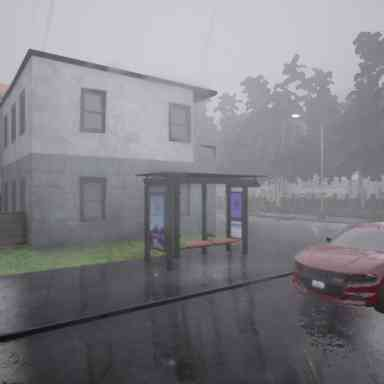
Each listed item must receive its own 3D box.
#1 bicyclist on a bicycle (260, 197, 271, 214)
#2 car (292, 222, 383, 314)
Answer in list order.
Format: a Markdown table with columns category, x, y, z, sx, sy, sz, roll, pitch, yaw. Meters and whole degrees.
| category | x | y | z | sx | sy | sz | roll | pitch | yaw |
| --- | --- | --- | --- | --- | --- | --- | --- | --- | --- |
| bicyclist on a bicycle | 7.200 | 1.332 | 32.448 | 1.656 | 1.620 | 0.582 | 0 | 0 | -35 |
| car | 4.424 | 1.472 | 7.741 | 5.008 | 1.535 | 1.882 | 0 | 0 | -35 |
